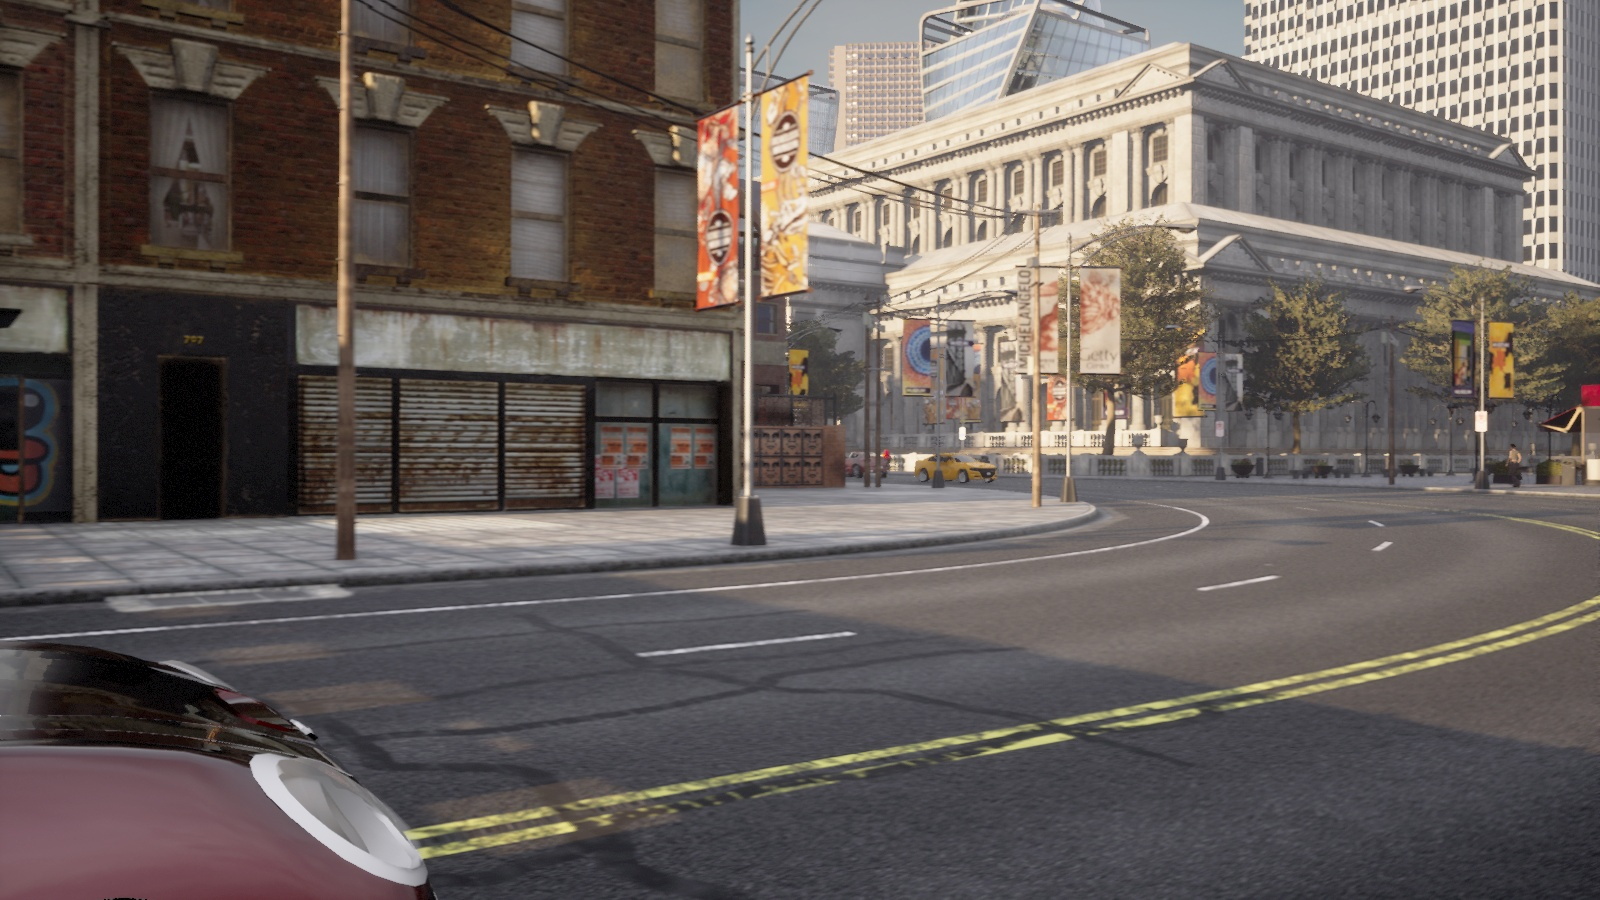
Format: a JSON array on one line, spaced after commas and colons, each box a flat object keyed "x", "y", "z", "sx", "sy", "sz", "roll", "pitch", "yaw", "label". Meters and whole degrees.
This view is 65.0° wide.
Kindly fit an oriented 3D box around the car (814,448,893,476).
[{"x": 3.210, "y": 0.708, "z": 76.464, "sx": 2.152, "sy": 1.651, "sz": 5.027, "roll": 0, "pitch": 0, "yaw": -35, "label": "car"}]

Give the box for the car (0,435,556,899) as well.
[{"x": -2.545, "y": 0.720, "z": 1.882, "sx": 3.806, "sy": 1.475, "sz": 1.970, "roll": 0, "pitch": 0, "yaw": -35, "label": "car"}]

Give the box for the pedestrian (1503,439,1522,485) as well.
[{"x": 28.509, "y": 0.468, "z": 50.261, "sx": 0.345, "sy": 1.836, "sz": 0.594, "roll": 0, "pitch": 0, "yaw": -18, "label": "pedestrian"}]

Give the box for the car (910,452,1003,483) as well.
[{"x": 7.871, "y": 0.865, "z": 63.577, "sx": 1.882, "sy": 1.535, "sz": 5.008, "roll": 0, "pitch": 0, "yaw": -34, "label": "car"}]
